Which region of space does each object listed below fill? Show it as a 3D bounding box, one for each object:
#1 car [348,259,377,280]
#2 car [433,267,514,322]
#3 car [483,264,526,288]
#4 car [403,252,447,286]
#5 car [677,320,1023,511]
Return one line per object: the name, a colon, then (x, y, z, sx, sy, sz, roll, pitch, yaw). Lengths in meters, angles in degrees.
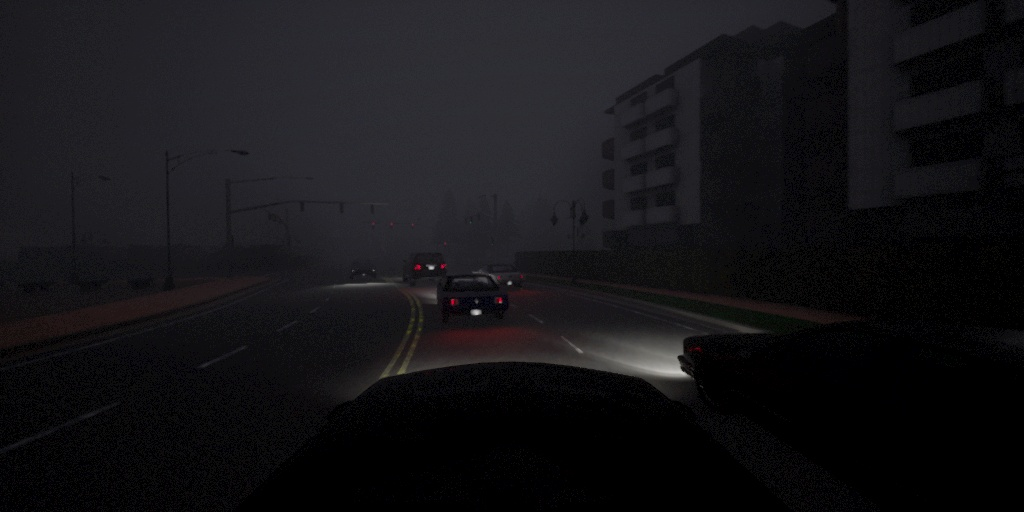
car: (-11.439, 0.901, 27.408, 2.033, 1.411, 5.357, -1, 1, -25)
car: (-1.494, 1.245, 11.993, 1.895, 1.301, 4.718, -1, 1, -14)
car: (-0.949, 1.136, 21.019, 1.895, 1.301, 4.718, -1, 1, -22)
car: (-5.781, 0.772, 23.472, 2.150, 2.045, 5.566, -1, 1, -23)
car: (3.447, 1.254, 2.838, 2.033, 1.411, 5.357, -1, 1, -2)
